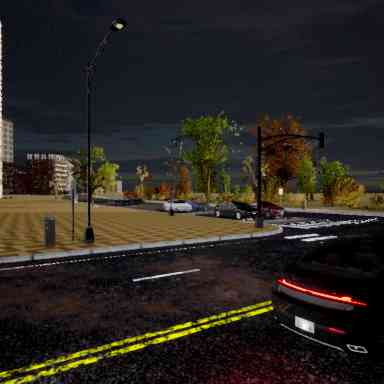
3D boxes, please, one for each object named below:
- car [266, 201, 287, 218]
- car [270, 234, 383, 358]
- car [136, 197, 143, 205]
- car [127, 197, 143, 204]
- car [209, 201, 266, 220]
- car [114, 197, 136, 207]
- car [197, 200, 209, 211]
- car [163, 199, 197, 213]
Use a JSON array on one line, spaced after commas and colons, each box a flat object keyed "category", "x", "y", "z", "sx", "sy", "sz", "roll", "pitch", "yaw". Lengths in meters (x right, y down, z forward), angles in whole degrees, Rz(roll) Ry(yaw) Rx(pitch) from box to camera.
[{"category": "car", "x": 6.638, "y": 1.573, "z": 30.874, "sx": 1.812, "sy": 1.442, "sz": 4.674, "roll": 0, "pitch": 0, "yaw": -30}, {"category": "car", "x": 3.490, "y": 1.504, "z": 5.758, "sx": 4.892, "sy": 1.490, "sz": 1.837, "roll": 0, "pitch": 0, "yaw": -34}, {"category": "car", "x": -10.179, "y": 1.680, "z": 59.039, "sx": 1.994, "sy": 1.385, "sz": 4.181, "roll": 0, "pitch": 0, "yaw": -29}, {"category": "car", "x": -11.803, "y": 1.681, "z": 68.834, "sx": 1.994, "sy": 1.385, "sz": 4.181, "roll": 0, "pitch": 0, "yaw": -29}, {"category": "car", "x": 3.836, "y": 1.564, "z": 29.241, "sx": 1.837, "sy": 1.490, "sz": 4.892, "roll": 0, "pitch": 0, "yaw": -32}, {"category": "car", "x": -11.290, "y": 1.687, "z": 54.395, "sx": 1.994, "sy": 1.385, "sz": 4.181, "roll": 0, "pitch": 0, "yaw": -30}, {"category": "car", "x": 0.219, "y": 1.624, "z": 41.313, "sx": 2.033, "sy": 1.411, "sz": 5.357, "roll": 0, "pitch": 0, "yaw": -31}, {"category": "car", "x": -1.723, "y": 1.611, "z": 38.272, "sx": 1.812, "sy": 1.442, "sz": 4.674, "roll": 0, "pitch": 0, "yaw": -31}]
